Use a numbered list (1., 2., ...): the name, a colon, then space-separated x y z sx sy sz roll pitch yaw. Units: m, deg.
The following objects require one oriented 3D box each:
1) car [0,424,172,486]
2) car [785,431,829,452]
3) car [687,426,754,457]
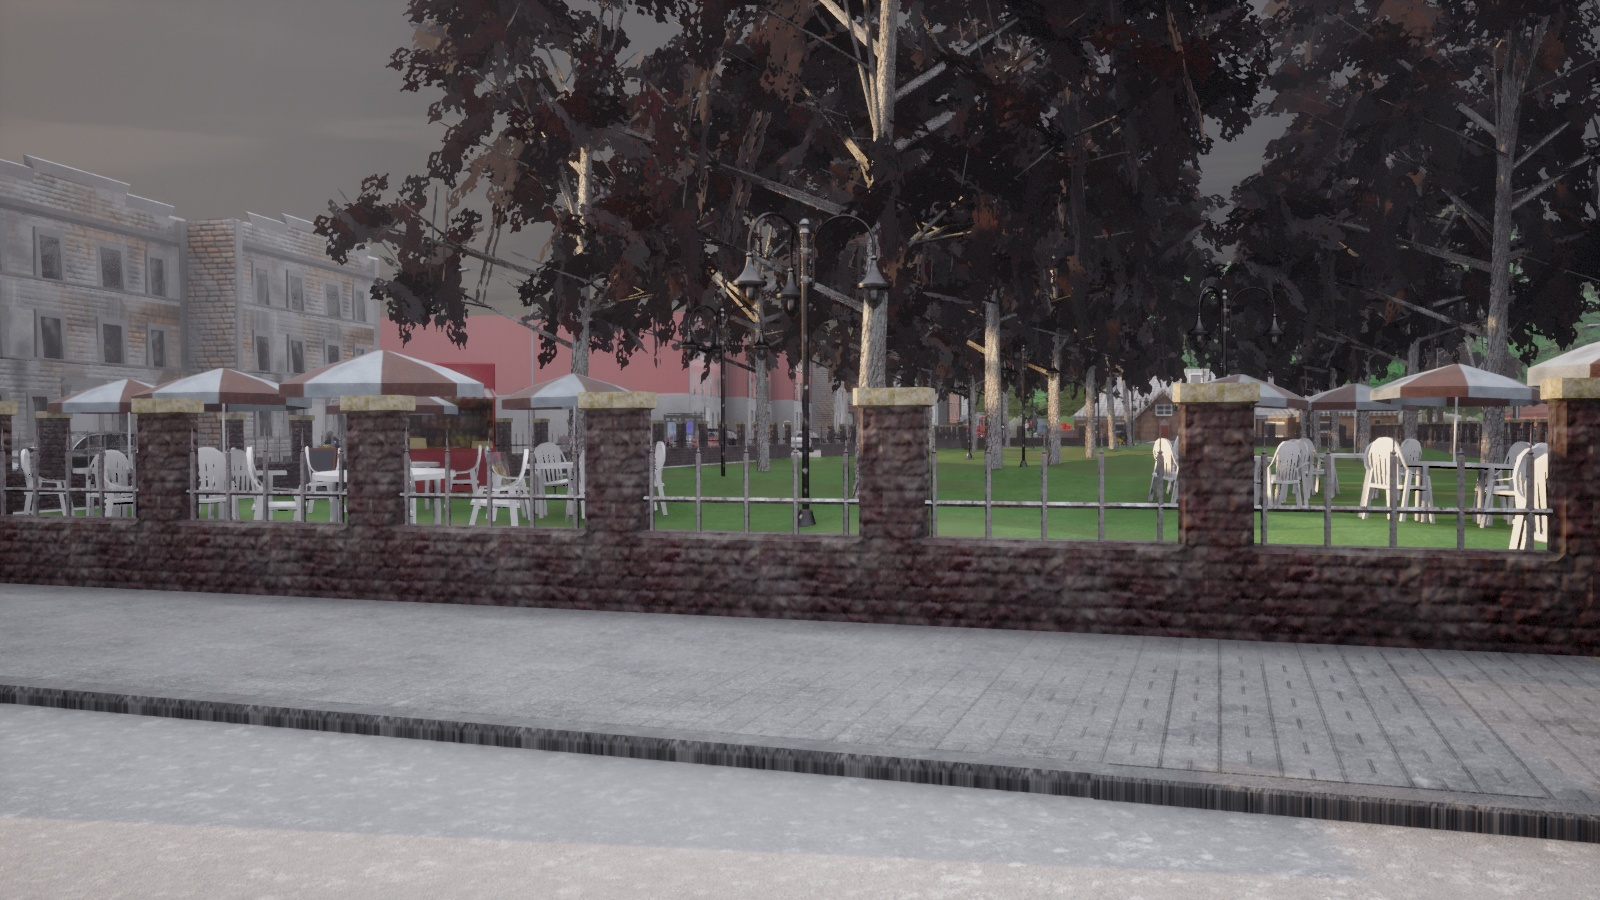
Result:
1. car: -20.779 0.100 36.110 2.033 1.649 4.856 1 1 18
2. car: 0.499 -0.605 87.355 1.970 1.475 3.806 1 1 19
3. car: -4.545 -0.504 72.241 2.242 1.667 4.611 1 1 19
